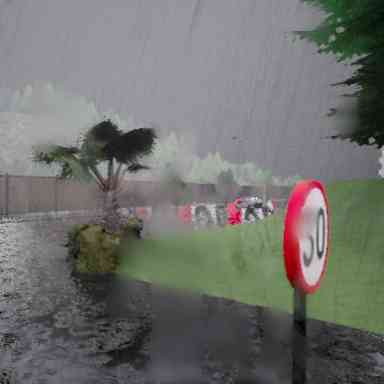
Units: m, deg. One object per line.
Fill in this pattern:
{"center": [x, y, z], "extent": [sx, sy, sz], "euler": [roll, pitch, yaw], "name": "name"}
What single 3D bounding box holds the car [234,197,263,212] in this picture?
{"center": [6.288, 1.310, 35.930], "extent": [2.128, 1.511, 4.902], "euler": [1, 0, 35], "name": "car"}
